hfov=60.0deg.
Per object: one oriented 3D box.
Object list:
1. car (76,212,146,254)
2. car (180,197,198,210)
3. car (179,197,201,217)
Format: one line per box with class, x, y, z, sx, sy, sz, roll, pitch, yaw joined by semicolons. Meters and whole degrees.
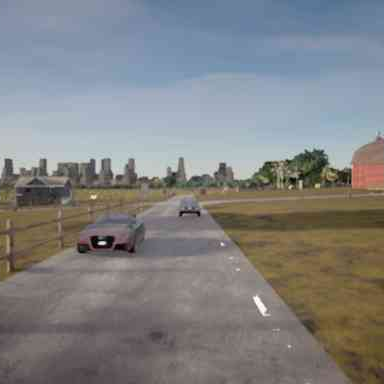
car;-2.967;1.481;12.960;1.994;1.385;4.181;0;0;-1
car;-0.388;1.281;39.729;1.994;1.385;4.181;0;0;0
car;-0.187;1.334;29.118;2.033;1.411;5.357;0;0;0
